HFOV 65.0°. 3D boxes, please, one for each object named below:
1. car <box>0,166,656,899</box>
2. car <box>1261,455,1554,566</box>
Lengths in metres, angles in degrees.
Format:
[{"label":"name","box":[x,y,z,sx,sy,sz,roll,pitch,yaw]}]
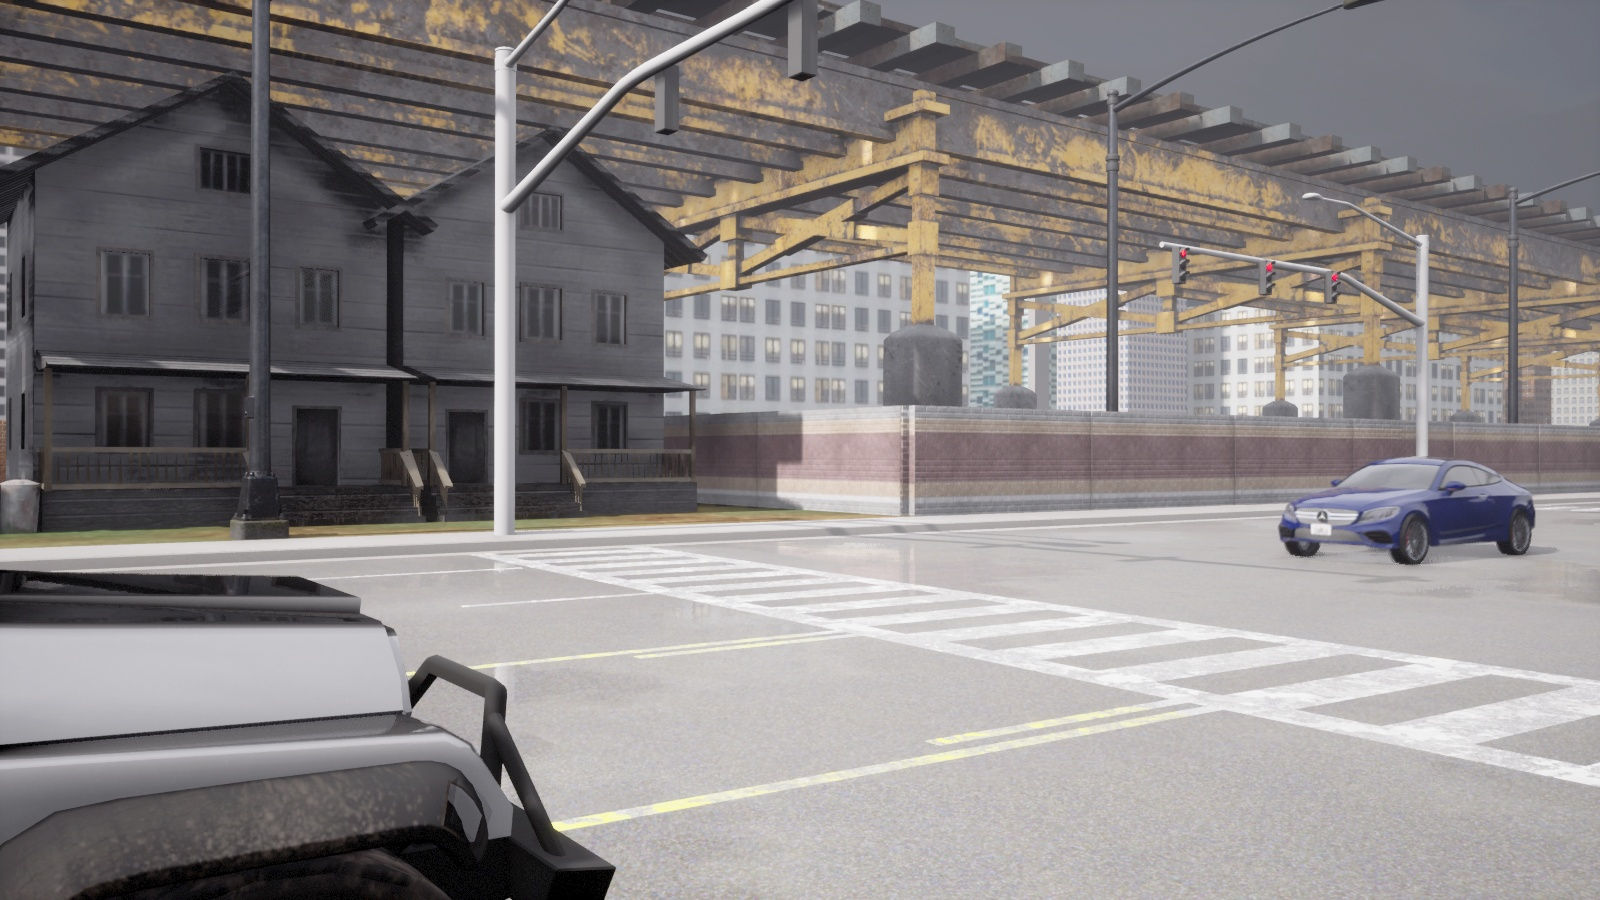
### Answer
[{"label":"car","box":[-2.398,0.551,1.999,3.866,1.878,1.905,0,0,-34]},{"label":"car","box":[8.994,0.797,18.441,4.674,1.442,1.812,0,0,-35]}]
